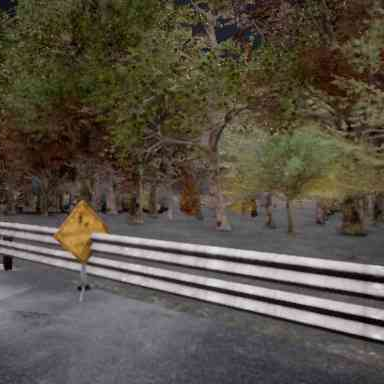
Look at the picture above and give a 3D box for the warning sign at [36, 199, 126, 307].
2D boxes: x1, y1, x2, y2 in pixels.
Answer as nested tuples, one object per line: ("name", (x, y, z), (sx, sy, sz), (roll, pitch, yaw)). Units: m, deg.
("warning sign", (-2.209, 1.097, 6.721), (1.060, 1.860, 1.300), (-1, 1, 36))
